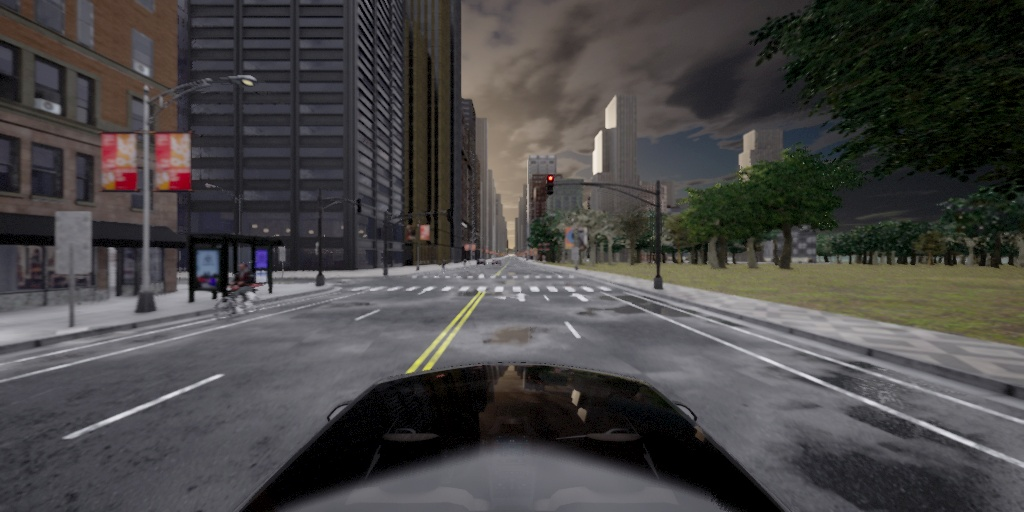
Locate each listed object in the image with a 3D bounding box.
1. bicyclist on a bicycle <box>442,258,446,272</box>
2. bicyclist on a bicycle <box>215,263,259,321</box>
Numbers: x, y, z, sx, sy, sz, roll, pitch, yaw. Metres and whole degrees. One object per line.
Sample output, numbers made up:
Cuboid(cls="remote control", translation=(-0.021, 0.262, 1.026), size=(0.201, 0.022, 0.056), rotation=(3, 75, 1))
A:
Cuboid(cls="bicyclist on a bicycle", translation=(-8.739, 1.188, 45.755), size=(0.659, 1.776, 1.843), rotation=(0, -1, 0))
Cuboid(cls="bicyclist on a bicycle", translation=(-8.747, 1.111, 11.467), size=(0.659, 1.776, 1.843), rotation=(0, 0, 0))
